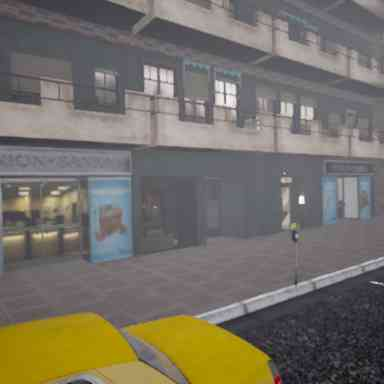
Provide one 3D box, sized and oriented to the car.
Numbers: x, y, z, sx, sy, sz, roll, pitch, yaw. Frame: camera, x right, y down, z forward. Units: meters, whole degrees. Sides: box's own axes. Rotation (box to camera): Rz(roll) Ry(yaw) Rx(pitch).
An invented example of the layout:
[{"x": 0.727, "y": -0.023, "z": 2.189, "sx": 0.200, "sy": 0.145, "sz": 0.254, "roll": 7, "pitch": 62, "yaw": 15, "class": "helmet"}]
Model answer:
[{"x": -1.506, "y": 1.533, "z": 1.803, "sx": 4.829, "sy": 1.417, "sz": 1.752, "roll": -2, "pitch": 2, "yaw": -36, "class": "car"}]
